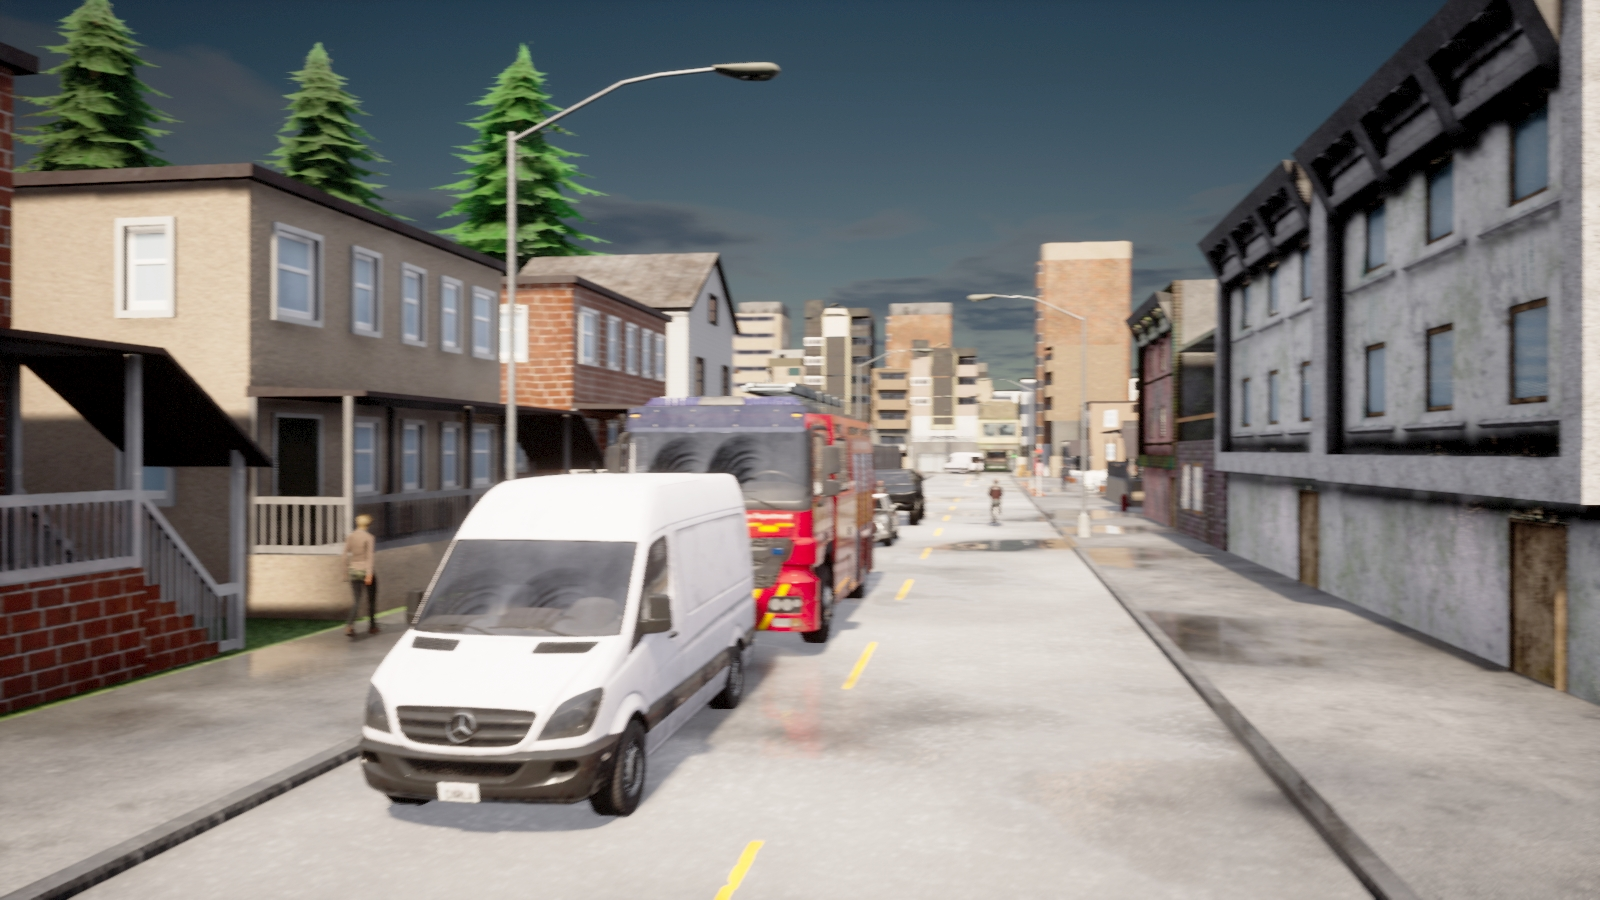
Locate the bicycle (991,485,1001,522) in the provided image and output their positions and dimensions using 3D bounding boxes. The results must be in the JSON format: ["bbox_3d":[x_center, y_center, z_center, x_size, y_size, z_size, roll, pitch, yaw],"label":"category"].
[{"bbox_3d":[7.270,1.964,42.373,0.329,1.271,1.835,0,0,10],"label":"bicycle"}]

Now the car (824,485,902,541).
[{"bbox_3d":[1.974,1.860,34.775,1.970,1.475,3.806,0,0,9],"label":"car"}]

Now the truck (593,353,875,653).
[{"bbox_3d":[-0.602,0.677,18.971,2.891,3.827,8.468,0,0,9],"label":"truck"}]

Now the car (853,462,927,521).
[{"bbox_3d":[3.640,1.554,44.974,2.390,2.098,6.274,0,0,9],"label":"car"}]

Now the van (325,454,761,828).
[{"bbox_3d":[-1.925,1.317,10.903,1.988,2.561,5.915,0,0,9],"label":"van"}]

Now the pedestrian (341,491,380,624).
[{"bbox_3d":[-6.260,1.523,16.277,0.375,1.860,0.375,0,0,8],"label":"pedestrian"}]
